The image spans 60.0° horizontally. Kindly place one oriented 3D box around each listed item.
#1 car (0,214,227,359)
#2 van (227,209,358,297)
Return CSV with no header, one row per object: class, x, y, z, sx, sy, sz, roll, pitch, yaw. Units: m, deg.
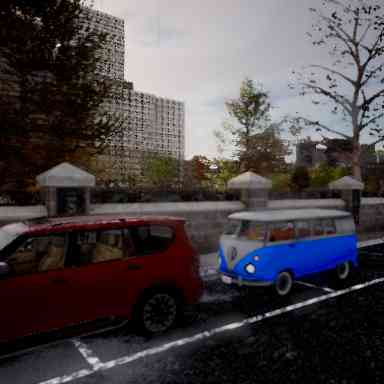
car,-2.128,1.316,5.041,5.009,1.841,2.192,0,0,-36
van,2.456,1.348,8.311,3.998,1.788,1.690,0,0,-36
